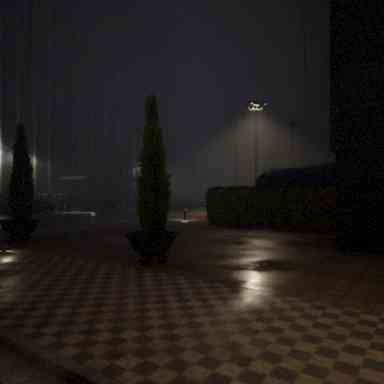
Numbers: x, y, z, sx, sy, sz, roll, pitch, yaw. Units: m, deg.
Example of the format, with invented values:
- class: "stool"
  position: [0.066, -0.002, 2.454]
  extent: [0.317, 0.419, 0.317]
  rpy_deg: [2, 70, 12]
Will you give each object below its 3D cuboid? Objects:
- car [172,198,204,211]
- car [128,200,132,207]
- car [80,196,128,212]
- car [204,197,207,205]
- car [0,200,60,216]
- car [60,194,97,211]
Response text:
- class: "car"
  position: [-1.173, 1.547, 40.784]
  extent: [2.033, 1.411, 5.357]
  rpy_deg: [0, 0, 35]
- class: "car"
  position: [-8.046, 1.492, 49.614]
  extent: [2.128, 1.511, 4.902]
  rpy_deg: [0, 0, 35]
- class: "car"
  position: [-10.494, 1.505, 39.990]
  extent: [1.837, 1.490, 4.892]
  rpy_deg: [0, 0, 35]
- class: "car"
  position: [3.110, 1.491, 53.071]
  extent: [2.128, 1.511, 4.902]
  rpy_deg: [0, 0, 35]
- class: "car"
  position: [-15.825, 1.505, 32.329]
  extent: [1.837, 1.490, 4.892]
  rpy_deg: [0, 0, 35]
- class: "car"
  position: [-14.038, 1.221, 41.032]
  extent: [2.150, 2.045, 5.566]
  rpy_deg: [0, 0, 35]
